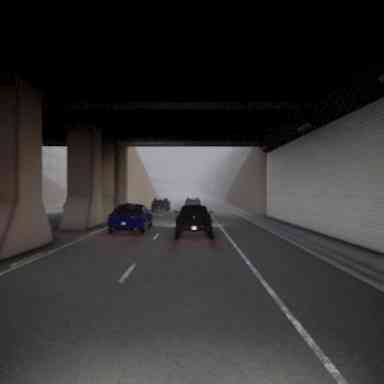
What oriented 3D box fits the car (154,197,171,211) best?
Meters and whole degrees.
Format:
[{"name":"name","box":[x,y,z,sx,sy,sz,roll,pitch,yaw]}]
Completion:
[{"name":"car","box":[-3.396,1.330,36.890,2.128,1.511,4.902,0,0,0]}]

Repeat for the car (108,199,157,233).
[{"name":"car","box":[-3.399,1.394,19.011,1.882,1.535,5.008,0,0,0]}]

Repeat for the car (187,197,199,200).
[{"name":"car","box":[0.105,1.316,40.094,2.128,1.511,4.902,0,0,0]}]

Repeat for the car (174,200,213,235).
[{"name":"car","box":[0.103,1.426,18.046,1.837,1.490,4.892,0,0,0]}]

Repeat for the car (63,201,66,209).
[{"name":"car","box":[-14.084,1.299,40.689,1.882,1.535,5.008,0,0,0]}]
